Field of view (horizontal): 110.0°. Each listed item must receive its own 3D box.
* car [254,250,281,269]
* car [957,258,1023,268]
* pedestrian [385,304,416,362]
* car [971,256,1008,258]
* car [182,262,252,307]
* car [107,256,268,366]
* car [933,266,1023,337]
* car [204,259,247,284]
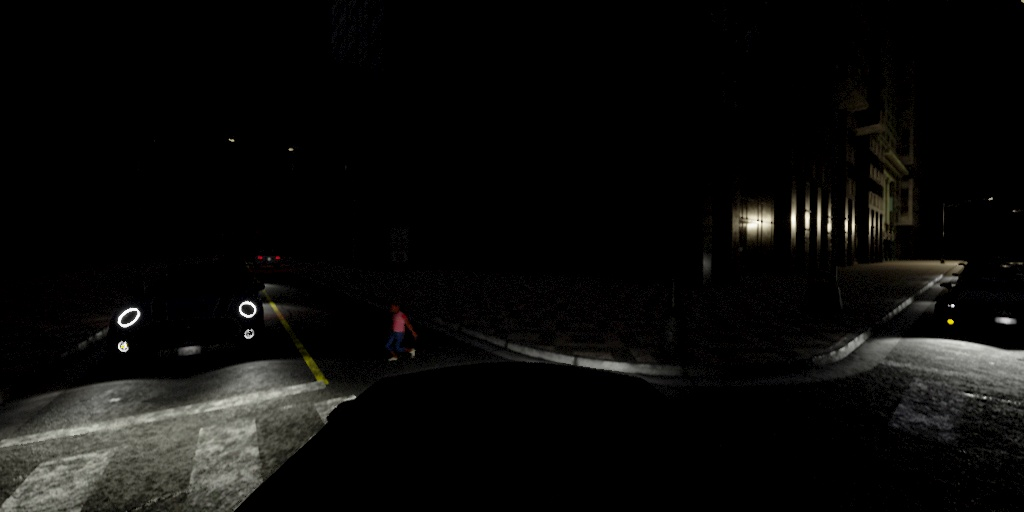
[{"bbox_3d":[-27.182,0.344,39.841,2.150,2.045,5.566,0,1,-38],"label":"car"},{"bbox_3d":[19.138,0.958,14.252,5.357,1.411,2.033,-1,1,-38],"label":"car"},{"bbox_3d":[-2.091,0.989,6.653,0.375,1.860,0.375,0,0,-37],"label":"pedestrian"},{"bbox_3d":[26.955,0.774,20.248,4.892,1.490,1.837,-1,1,-37],"label":"car"},{"bbox_3d":[-12.536,1.061,15.464,2.033,1.411,5.357,0,1,-37],"label":"car"},{"bbox_3d":[-6.776,0.987,7.881,2.097,1.767,4.553,0,1,-36],"label":"car"},{"bbox_3d":[11.754,1.117,8.567,4.181,1.385,1.994,-1,1,-37],"label":"car"},{"bbox_3d":[-18.606,0.946,23.406,1.994,1.385,4.181,0,1,-37],"label":"car"}]
